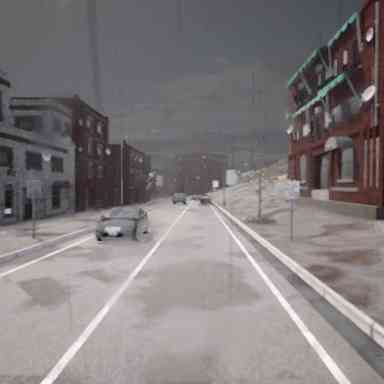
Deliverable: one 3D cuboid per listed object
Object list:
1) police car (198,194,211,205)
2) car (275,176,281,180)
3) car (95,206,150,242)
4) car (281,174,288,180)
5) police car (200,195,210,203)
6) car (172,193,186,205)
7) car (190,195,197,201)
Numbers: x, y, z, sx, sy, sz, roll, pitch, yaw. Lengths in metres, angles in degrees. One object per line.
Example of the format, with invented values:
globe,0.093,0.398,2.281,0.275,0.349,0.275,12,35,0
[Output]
police car,2.456,1.392,59.629,1.930,1.638,5.238,0,0,1
car,24.598,-3.709,89.142,2.097,1.535,5.008,0,1,-2
car,-3.246,1.465,16.296,2.128,1.511,4.902,0,0,1
car,24.933,-3.729,83.626,2.185,1.767,4.553,0,1,-3
police car,2.699,1.394,69.631,1.930,1.638,5.238,0,0,1
car,-2.162,1.171,58.325,2.150,2.045,5.566,0,0,2
car,0.904,1.702,93.946,1.812,1.442,4.674,0,-1,-15
